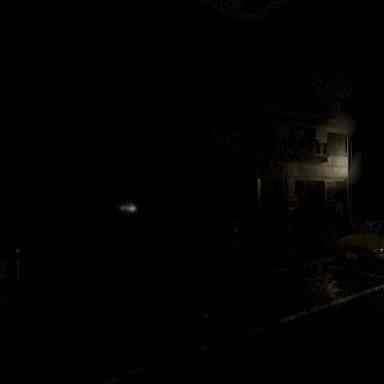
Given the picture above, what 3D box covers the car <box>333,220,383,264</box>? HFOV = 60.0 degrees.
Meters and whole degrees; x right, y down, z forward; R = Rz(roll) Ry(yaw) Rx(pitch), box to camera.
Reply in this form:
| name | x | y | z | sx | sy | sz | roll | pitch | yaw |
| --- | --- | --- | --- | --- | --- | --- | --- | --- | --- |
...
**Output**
| name | x | y | z | sx | sy | sz | roll | pitch | yaw |
| --- | --- | --- | --- | --- | --- | --- | --- | --- | --- |
| car | 6.497 | 1.489 | 10.836 | 4.829 | 1.417 | 1.752 | 0 | 0 | -35 |
